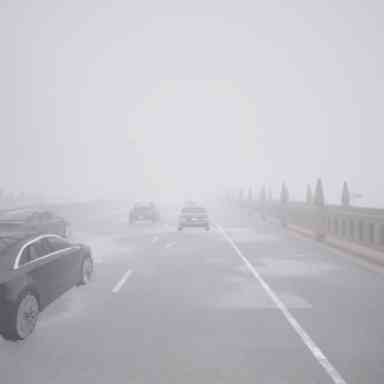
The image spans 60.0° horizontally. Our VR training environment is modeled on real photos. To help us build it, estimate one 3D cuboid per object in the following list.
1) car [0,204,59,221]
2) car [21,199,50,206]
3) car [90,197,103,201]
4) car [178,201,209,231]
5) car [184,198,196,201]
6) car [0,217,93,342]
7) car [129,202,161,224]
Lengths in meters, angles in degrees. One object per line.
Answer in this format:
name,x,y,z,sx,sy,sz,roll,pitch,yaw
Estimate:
car,-6.899,1.504,14.564,1.837,1.490,4.892,0,0,0
car,-17.779,1.524,37.903,1.812,1.442,4.674,0,0,-1
car,-14.595,1.526,50.860,1.812,1.442,4.674,0,0,-1
car,0.101,1.548,20.721,2.033,1.411,5.357,0,0,0
car,-0.244,1.526,42.338,1.812,1.442,4.674,0,0,-2
car,-3.400,1.491,6.448,2.128,1.511,4.902,0,0,0
car,-3.415,1.492,24.595,2.128,1.511,4.902,0,0,0
